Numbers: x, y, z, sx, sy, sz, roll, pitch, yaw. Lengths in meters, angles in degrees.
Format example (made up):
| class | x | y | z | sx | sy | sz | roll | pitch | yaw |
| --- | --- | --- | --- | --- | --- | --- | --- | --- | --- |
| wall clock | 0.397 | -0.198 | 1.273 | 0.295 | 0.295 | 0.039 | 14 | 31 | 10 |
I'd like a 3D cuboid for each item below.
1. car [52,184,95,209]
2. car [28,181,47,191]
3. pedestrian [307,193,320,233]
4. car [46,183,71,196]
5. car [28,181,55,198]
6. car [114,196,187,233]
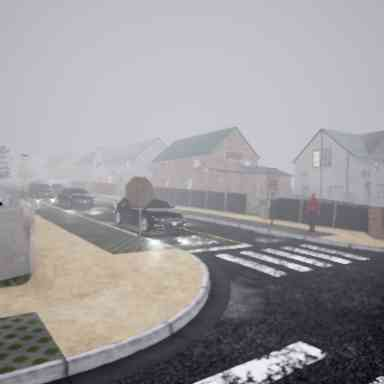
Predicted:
| class | x | y | z | sx | sy | sz | roll | pitch | yaw |
| --- | --- | --- | --- | --- | --- | --- | --- | --- | --- |
| car | -8.969 | 0.418 | 25.578 | 1.837 | 1.490 | 4.892 | 1 | 1 | -35 |
| car | -24.524 | -0.966 | 52.638 | 1.837 | 1.490 | 4.892 | 1 | 2 | -36 |
| pedestrian | 5.518 | 0.933 | 15.276 | 0.375 | 1.860 | 0.375 | 5 | -3 | -35 |
| car | -16.778 | -0.327 | 41.705 | 1.812 | 1.442 | 4.674 | 1 | 2 | -36 |
| car | -16.125 | -0.163 | 35.702 | 1.837 | 1.490 | 4.892 | 1 | 4 | -35 |
| car | -2.115 | 0.961 | 15.900 | 1.837 | 1.490 | 4.892 | 1 | 3 | -35 |
